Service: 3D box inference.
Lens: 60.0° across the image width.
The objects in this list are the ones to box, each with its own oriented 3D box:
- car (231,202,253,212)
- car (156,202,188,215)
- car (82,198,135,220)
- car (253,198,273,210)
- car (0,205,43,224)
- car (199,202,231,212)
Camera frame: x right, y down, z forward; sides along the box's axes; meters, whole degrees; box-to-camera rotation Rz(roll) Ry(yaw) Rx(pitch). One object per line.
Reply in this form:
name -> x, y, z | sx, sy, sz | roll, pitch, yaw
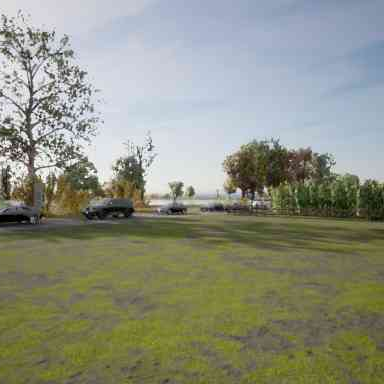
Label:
car -> 6.581, 2.224, 49.579 | 2.033, 1.411, 5.357 | -1, -2, 35
car -> -2.503, 2.039, 41.641 | 2.128, 1.511, 4.902 | -1, -2, 35
car -> -8.241, 1.619, 33.441 | 2.150, 2.045, 5.566 | -1, -2, 36
car -> 12.517, 2.058, 58.164 | 2.150, 2.045, 5.566 | -1, -2, 35
car -> -13.902, 1.742, 25.351 | 2.128, 1.511, 4.902 | -1, -2, 35
car -> 3.263, 2.245, 49.820 | 2.033, 1.411, 5.357 | -1, -2, 35
